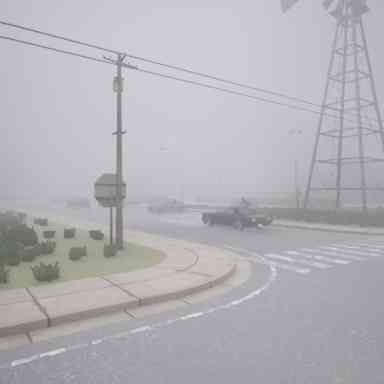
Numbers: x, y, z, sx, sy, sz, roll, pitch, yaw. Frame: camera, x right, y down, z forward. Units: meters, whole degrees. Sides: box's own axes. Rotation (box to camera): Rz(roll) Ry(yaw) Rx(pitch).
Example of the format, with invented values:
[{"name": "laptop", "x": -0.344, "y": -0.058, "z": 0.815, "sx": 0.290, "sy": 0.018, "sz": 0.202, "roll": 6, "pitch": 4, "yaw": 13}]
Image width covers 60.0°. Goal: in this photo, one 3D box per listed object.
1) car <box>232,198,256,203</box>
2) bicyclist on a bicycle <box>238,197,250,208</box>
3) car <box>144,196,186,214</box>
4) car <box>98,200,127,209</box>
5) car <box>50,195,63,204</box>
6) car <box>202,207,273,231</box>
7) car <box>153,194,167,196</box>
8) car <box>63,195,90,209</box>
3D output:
[{"name": "car", "x": 6.931, "y": 1.520, "z": 44.278, "sx": 3.905, "sy": 1.438, "sz": 1.784, "roll": 0, "pitch": 0, "yaw": -36}, {"name": "bicyclist on a bicycle", "x": 4.724, "y": 1.300, "z": 30.107, "sx": 1.656, "sy": 1.620, "sz": 0.582, "roll": 0, "pitch": 0, "yaw": -2}, {"name": "car", "x": -2.728, "y": 1.505, "z": 35.697, "sx": 4.193, "sy": 1.474, "sz": 1.816, "roll": 0, "pitch": 0, "yaw": -36}, {"name": "car", "x": -11.172, "y": 1.313, "z": 46.223, "sx": 3.866, "sy": 1.878, "sz": 1.905, "roll": 0, "pitch": 0, "yaw": -36}, {"name": "car", "x": -25.509, "y": 1.480, "z": 65.726, "sx": 4.611, "sy": 1.667, "sz": 2.242, "roll": 0, "pitch": 0, "yaw": -36}, {"name": "car", "x": 2.642, "y": 1.600, "z": 20.715, "sx": 1.895, "sy": 1.301, "sz": 4.718, "roll": 0, "pitch": 0, "yaw": -35}, {"name": "car", "x": -6.528, "y": 1.310, "z": 62.284, "sx": 4.605, "sy": 1.855, "sz": 1.932, "roll": 0, "pitch": 0, "yaw": -36}, {"name": "car", "x": -15.564, "y": 1.351, "z": 45.382, "sx": 2.097, "sy": 1.767, "sz": 4.553, "roll": 0, "pitch": 0, "yaw": -36}]
